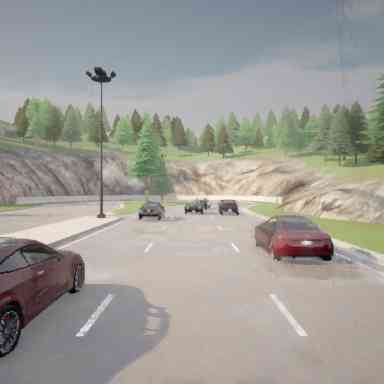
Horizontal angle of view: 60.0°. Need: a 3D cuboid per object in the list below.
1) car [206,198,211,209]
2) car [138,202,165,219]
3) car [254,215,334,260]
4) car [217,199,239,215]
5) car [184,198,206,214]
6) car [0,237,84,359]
[{"bbox_3d":[1.348,1.492,44.344,2.128,1.511,4.902,0,0,12],"label":"car"},{"bbox_3d":[-3.392,1.547,28.591,2.033,1.411,5.357,0,0,0],"label":"car"},{"bbox_3d":[3.600,1.564,12.431,1.994,1.385,4.181,0,0,0],"label":"car"},{"bbox_3d":[3.706,1.502,34.217,1.837,1.490,4.892,0,-1,2],"label":"car"},{"bbox_3d":[0.253,1.601,35.135,1.895,1.301,4.718,0,0,2],"label":"car"},{"bbox_3d":[-3.401,1.526,5.841,1.812,1.442,4.674,0,0,0],"label":"car"}]
